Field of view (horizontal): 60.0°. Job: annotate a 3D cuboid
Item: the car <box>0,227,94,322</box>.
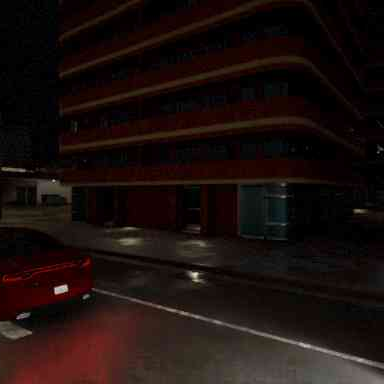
[{"bbox_3d":[-4.207,1.478,6.996,5.008,1.535,1.882,0,0,35],"label":"car"}]
